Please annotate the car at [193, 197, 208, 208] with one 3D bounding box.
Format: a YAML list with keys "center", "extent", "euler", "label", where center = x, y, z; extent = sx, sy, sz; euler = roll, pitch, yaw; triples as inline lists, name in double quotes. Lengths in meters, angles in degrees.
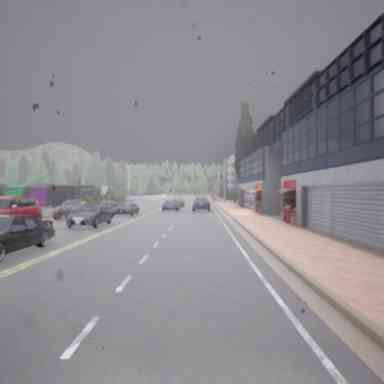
- center: [1.333, 1.494, 49.621]
  extent: [2.128, 1.511, 4.902]
  euler: [0, 0, 2]
  label: "car"

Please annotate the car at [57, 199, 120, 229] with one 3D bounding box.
- center: [-6.611, 1.490, 21.945]
  extent: [2.128, 1.511, 4.902]
  euler: [0, 0, 2]
  label: "car"

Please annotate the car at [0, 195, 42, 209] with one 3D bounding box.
- center: [-10.243, 1.218, 18.079]
  extent: [2.150, 2.045, 5.566]
  euler: [0, 0, 2]
  label: "car"

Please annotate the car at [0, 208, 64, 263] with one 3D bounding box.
- center: [-6.905, 1.545, 12.201]
  extent: [2.033, 1.411, 5.357]
  euler: [0, 0, 2]
  label: "car"

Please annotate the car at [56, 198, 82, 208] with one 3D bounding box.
- center: [-9.930, 1.349, 28.206]
  extent: [2.097, 1.767, 4.553]
  euler: [0, 0, 2]
  label: "car"

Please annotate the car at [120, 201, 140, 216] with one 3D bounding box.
- center: [-6.292, 1.563, 31.894]
  extent: [1.994, 1.385, 4.181]
  euler: [0, 0, 2]
  label: "car"

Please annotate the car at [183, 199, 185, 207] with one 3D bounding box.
- center: [-2.151, 1.565, 50.172]
  extent: [1.994, 1.385, 4.181]
  euler: [0, 0, 2]
  label: "car"

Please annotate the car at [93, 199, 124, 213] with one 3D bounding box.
- center: [-9.571, 1.545, 38.475]
  extent: [2.033, 1.411, 5.357]
  euler: [0, 0, 2]
  label: "car"

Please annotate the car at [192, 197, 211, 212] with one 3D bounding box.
- center: [1.095, 1.354, 39.036]
  extent: [2.097, 1.767, 4.553]
  euler: [0, 0, 2]
  label: "car"

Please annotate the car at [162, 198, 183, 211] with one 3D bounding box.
- center: [-2.477, 1.564, 39.886]
  extent: [1.994, 1.385, 4.181]
  euler: [0, 0, 2]
  label: "car"
